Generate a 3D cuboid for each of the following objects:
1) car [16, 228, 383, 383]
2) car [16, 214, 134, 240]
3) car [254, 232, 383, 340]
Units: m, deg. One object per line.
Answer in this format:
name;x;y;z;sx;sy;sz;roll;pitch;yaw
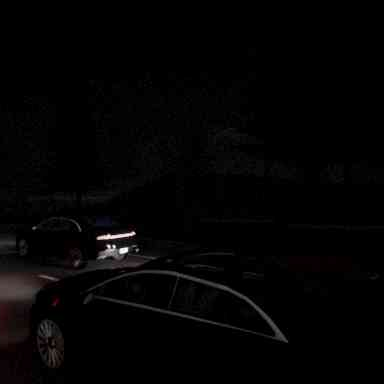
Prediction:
car;-0.039;1.489;4.016;4.902;1.511;2.128;0;0;35
car;-3.941;1.473;11.016;4.902;1.511;2.128;0;0;36
car;3.638;1.601;5.696;4.718;1.301;1.895;0;0;36
